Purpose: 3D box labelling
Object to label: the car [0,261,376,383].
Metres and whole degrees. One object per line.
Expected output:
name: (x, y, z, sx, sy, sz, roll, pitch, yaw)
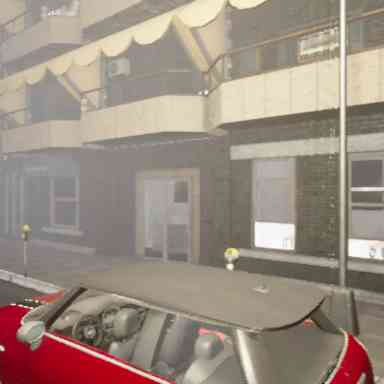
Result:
car: (-0.523, 1.435, 3.251, 4.097, 1.590, 1.967, 0, 0, 36)
